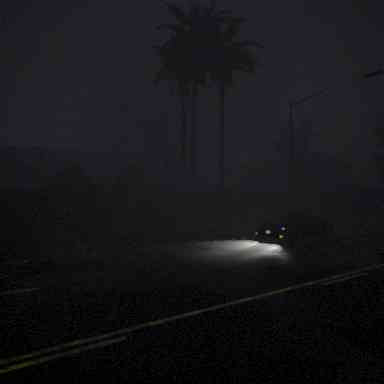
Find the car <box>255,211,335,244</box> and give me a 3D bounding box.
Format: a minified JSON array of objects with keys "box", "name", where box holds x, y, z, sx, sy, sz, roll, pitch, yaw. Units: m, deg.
[{"box":[5.068,1.635,16.225,4.181,1.385,1.994,0,0,-36],"name":"car"}]
